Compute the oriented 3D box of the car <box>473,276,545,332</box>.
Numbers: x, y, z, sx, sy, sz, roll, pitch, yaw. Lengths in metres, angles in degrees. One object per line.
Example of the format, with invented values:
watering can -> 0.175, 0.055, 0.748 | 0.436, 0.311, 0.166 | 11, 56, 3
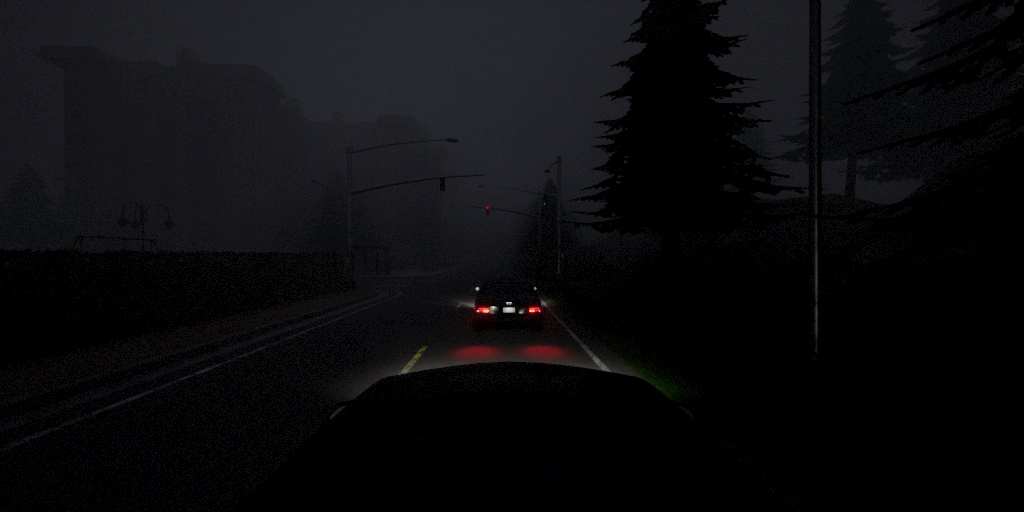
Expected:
car -> -0.158, 1.297, 10.817 | 2.033, 1.411, 5.357 | 0, 0, -2
